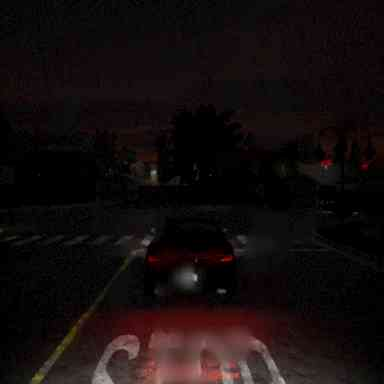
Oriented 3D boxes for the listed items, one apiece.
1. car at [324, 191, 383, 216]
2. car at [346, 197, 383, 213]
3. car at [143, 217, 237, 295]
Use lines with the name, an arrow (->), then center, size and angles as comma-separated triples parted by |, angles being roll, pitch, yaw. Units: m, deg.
car -> 14.164, 0.946, 28.160 | 5.566, 2.045, 2.150 | 0, 1, 0
car -> 17.851, 1.210, 31.680 | 5.357, 1.411, 2.033 | 0, 1, -2
car -> -0.071, 1.379, 8.516 | 1.882, 1.535, 5.008 | 0, 1, -1
